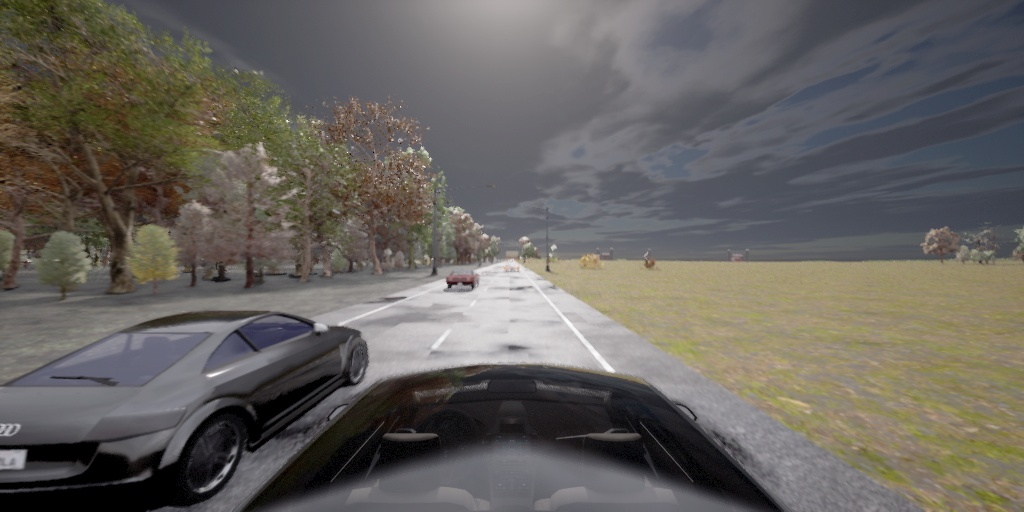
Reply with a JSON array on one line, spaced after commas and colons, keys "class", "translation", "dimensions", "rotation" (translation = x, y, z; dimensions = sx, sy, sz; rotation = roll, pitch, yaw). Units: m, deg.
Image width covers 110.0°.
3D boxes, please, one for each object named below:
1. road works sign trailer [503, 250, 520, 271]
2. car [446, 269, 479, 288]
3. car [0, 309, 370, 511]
[{"class": "road works sign trailer", "translation": [0.034, 0.734, 59.538], "dimensions": [2.380, 3.560, 2.880], "rotation": [0, 0, 0]}, {"class": "car", "translation": [-3.389, 1.563, 25.548], "dimensions": [1.895, 1.301, 4.718], "rotation": [0, -1, 0]}, {"class": "car", "translation": [-3.400, 1.338, 4.393], "dimensions": [1.994, 1.385, 4.181], "rotation": [0, 0, 0]}]
